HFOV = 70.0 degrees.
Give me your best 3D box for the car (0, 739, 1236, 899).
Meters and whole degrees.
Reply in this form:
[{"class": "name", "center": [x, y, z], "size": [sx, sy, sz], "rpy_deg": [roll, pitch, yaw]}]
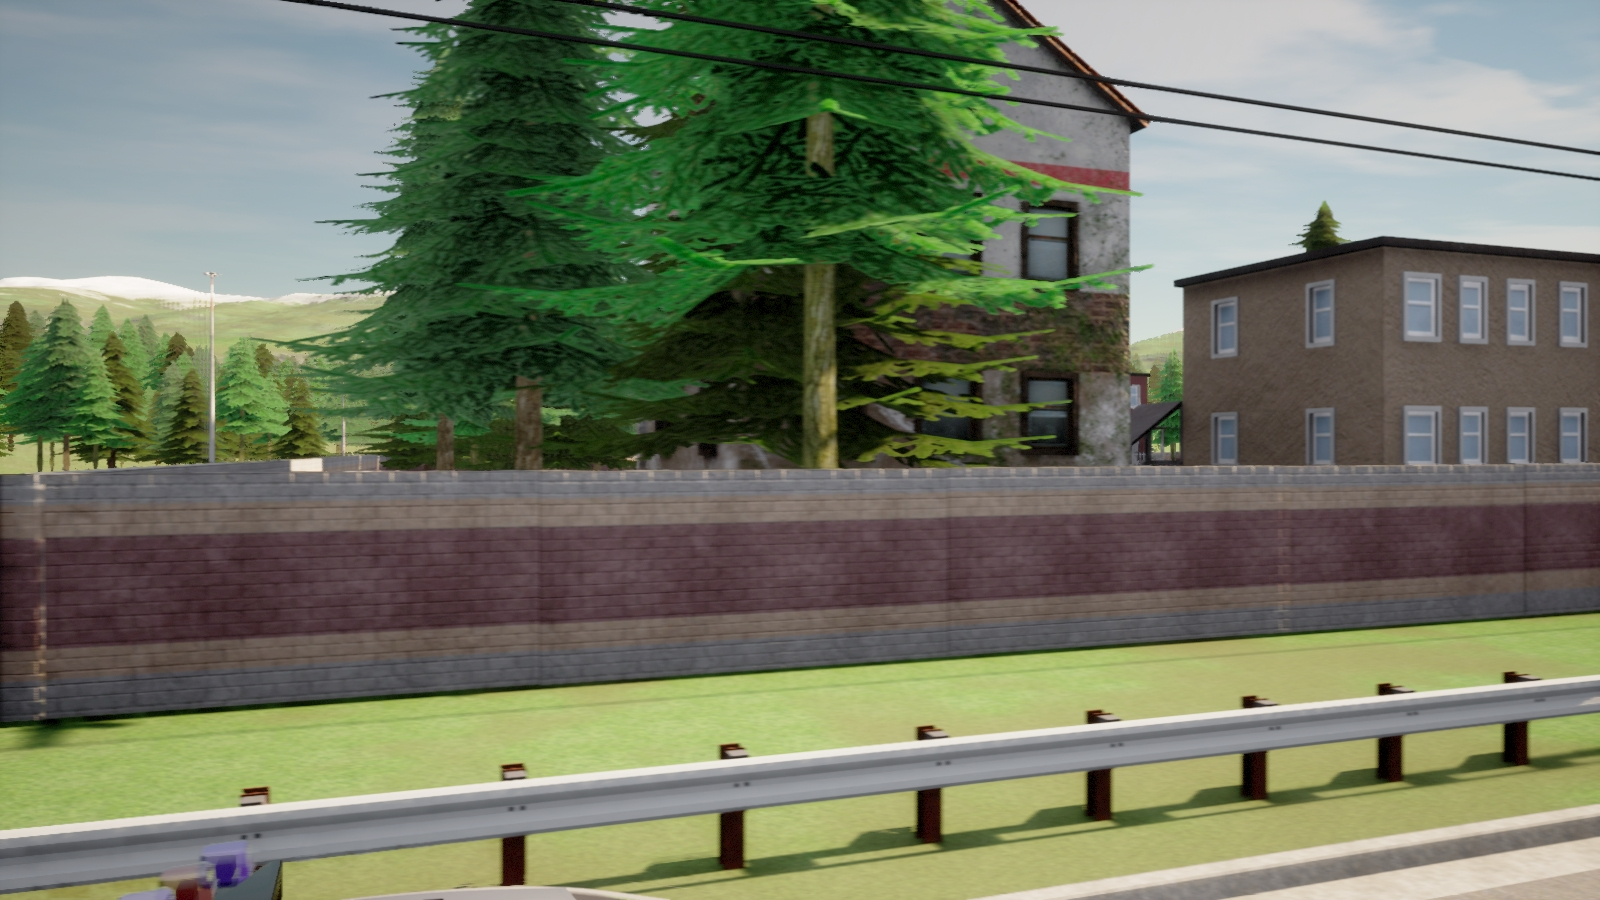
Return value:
[{"class": "car", "center": [-1.570, 1.982, 2.728], "size": [5.238, 1.638, 2.097], "rpy_deg": [0, 0, -20]}]
